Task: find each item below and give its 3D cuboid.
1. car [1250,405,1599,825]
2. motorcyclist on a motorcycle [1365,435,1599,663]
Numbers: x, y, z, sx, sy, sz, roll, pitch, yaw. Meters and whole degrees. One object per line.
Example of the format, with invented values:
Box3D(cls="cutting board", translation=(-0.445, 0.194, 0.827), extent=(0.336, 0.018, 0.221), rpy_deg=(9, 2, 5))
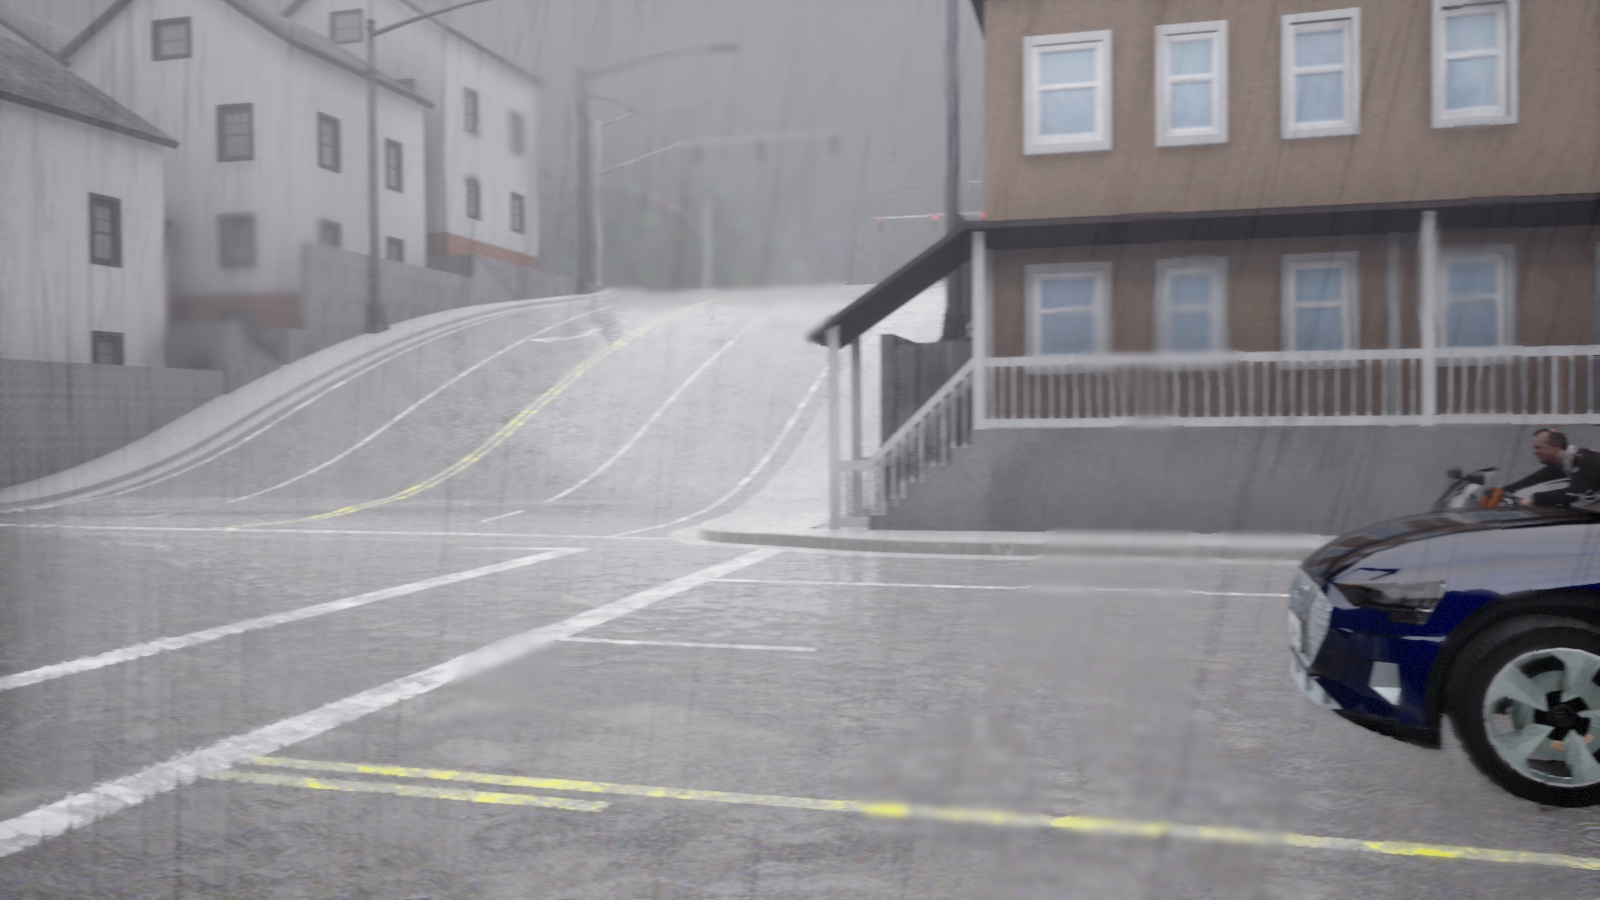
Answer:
Box3D(cls="car", translation=(4.649, 0.632, 5.551), extent=(4.856, 1.649, 2.033), rpy_deg=(0, 1, 15))
Box3D(cls="motorcyclist on a motorcycle", translation=(5.291, 0.663, 8.968), extent=(2.191, 1.530, 0.866), rpy_deg=(0, 1, 17))
